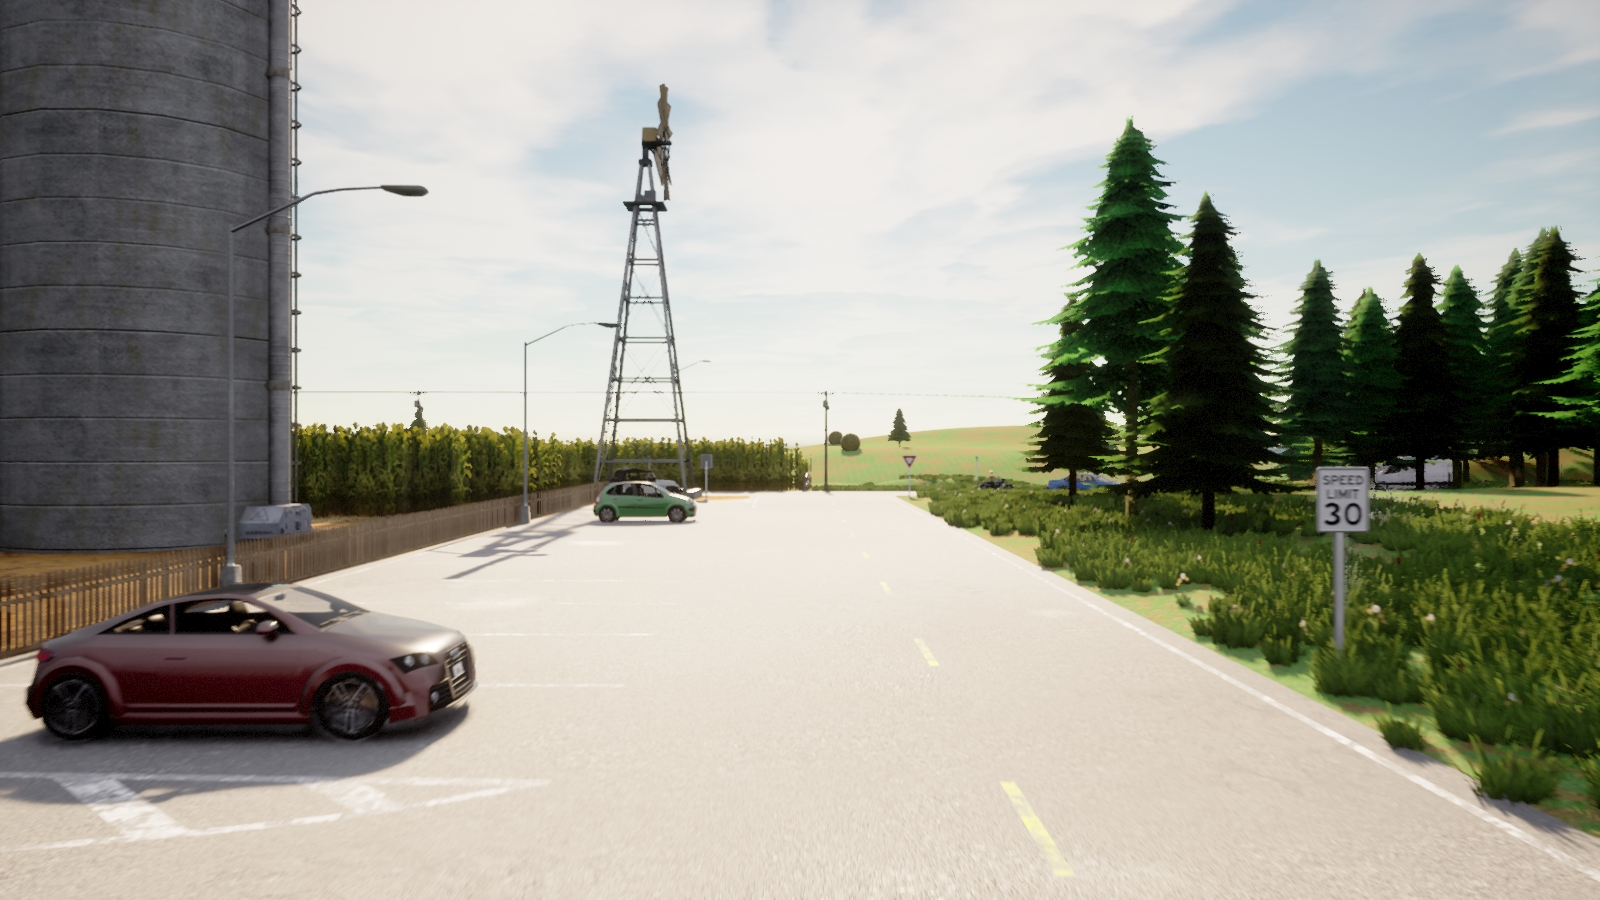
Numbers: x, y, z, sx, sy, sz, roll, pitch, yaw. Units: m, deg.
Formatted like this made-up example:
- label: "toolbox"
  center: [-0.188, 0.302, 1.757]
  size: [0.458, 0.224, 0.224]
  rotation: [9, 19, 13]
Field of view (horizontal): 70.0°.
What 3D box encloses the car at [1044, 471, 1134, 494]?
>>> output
- label: "car"
  center: [18.839, 2.106, 74.558]
  size: [5.357, 1.411, 2.033]
  rotation: [0, 0, 38]
